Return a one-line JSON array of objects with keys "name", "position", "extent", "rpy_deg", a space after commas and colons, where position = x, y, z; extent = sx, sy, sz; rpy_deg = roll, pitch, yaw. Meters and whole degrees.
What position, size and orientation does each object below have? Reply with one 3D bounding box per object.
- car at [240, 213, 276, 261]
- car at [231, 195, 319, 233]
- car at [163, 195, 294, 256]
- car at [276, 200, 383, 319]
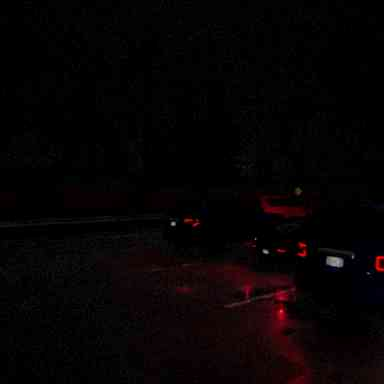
[{"name": "car", "position": [3.999, 1.531, 10.964], "extent": [4.674, 1.442, 1.812], "rpy_deg": [0, 0, -36]}, {"name": "car", "position": [5.225, 1.229, 20.502], "extent": [5.566, 2.045, 2.150], "rpy_deg": [0, 0, -36]}, {"name": "car", "position": [1.492, 1.227, 13.467], "extent": [5.566, 2.045, 2.150], "rpy_deg": [0, 0, -36]}, {"name": "car", "position": [4.504, 1.227, 7.006], "extent": [5.566, 2.045, 2.150], "rpy_deg": [0, 0, -36]}]
